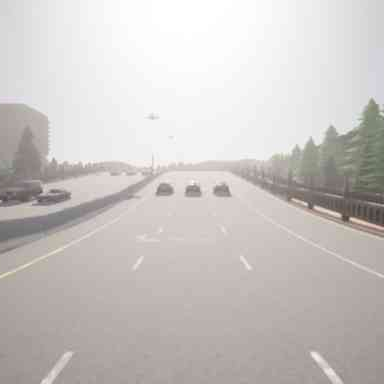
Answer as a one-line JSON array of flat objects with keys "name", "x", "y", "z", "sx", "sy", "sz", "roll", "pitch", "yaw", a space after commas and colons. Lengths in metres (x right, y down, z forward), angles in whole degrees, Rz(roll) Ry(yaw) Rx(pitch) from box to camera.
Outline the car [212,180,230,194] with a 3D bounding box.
[{"name": "car", "x": 3.650, "y": -0.720, "z": 41.911, "sx": 2.128, "sy": 1.511, "sz": 4.902, "roll": 0, "pitch": 7, "yaw": 0}]

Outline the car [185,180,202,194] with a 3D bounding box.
[{"name": "car", "x": 0.149, "y": -0.720, "z": 41.930, "sx": 2.128, "sy": 1.511, "sz": 4.902, "roll": 0, "pitch": 7, "yaw": 0}]

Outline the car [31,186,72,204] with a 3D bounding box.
[{"name": "car", "x": -13.931, "y": 0.324, "z": 33.749, "sx": 1.895, "sy": 1.301, "sz": 4.718, "roll": 0, "pitch": 6, "yaw": 1}]

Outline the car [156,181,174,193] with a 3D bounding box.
[{"name": "car", "x": -3.348, "y": -0.663, "z": 42.080, "sx": 1.994, "sy": 1.385, "sz": 4.181, "roll": 0, "pitch": 7, "yaw": 0}]

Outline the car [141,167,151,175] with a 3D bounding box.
[{"name": "car", "x": -10.168, "y": -4.686, "z": 74.886, "sx": 2.097, "sy": 1.767, "sz": 4.553, "roll": 0, "pitch": 7, "yaw": 0}]

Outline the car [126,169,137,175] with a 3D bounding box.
[{"name": "car", "x": -13.663, "y": -4.631, "z": 75.687, "sx": 2.033, "sy": 1.411, "sz": 5.357, "roll": 0, "pitch": 7, "yaw": 0}]

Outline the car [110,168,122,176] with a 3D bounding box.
[{"name": "car", "x": -17.168, "y": -4.560, "z": 74.910, "sx": 1.882, "sy": 1.535, "sz": 5.008, "roll": 0, "pitch": 7, "yaw": 0}]

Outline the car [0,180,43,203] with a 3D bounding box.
[{"name": "car", "x": -17.419, "y": -0.124, "z": 34.442, "sx": 2.150, "sy": 2.045, "sz": 5.566, "roll": 0, "pitch": 6, "yaw": 1}]
